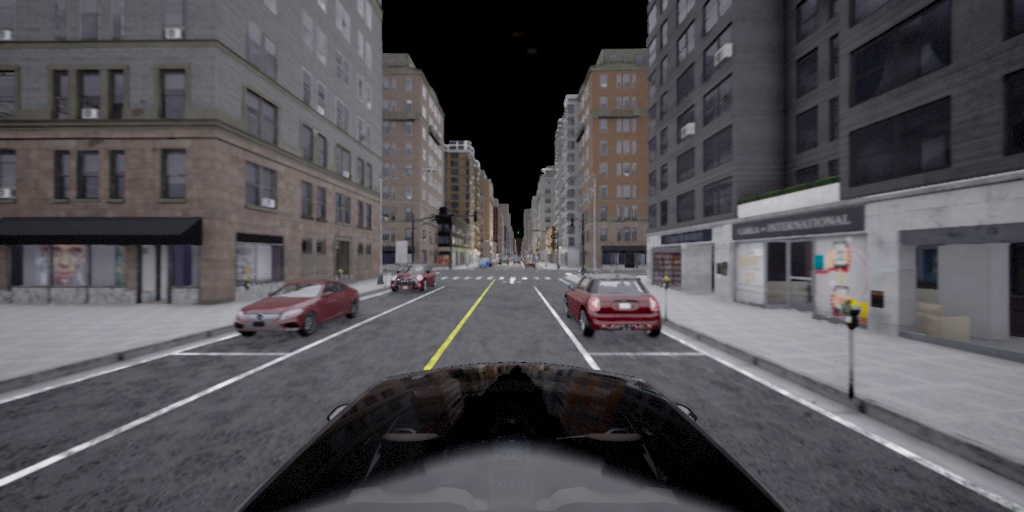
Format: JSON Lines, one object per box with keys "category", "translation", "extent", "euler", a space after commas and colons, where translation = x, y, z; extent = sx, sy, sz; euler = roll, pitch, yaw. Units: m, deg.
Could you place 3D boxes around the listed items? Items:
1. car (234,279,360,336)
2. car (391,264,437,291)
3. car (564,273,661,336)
{"category": "car", "translation": [-5.862, 1.347, 10.399], "extent": [1.802, 1.307, 4.207], "euler": [0, 0, 0]}
{"category": "car", "translation": [-5.867, 1.228, 21.709], "extent": [1.967, 1.591, 4.097], "euler": [0, 0, 0]}
{"category": "car", "translation": [2.663, 1.206, 10.395], "extent": [1.967, 1.591, 4.097], "euler": [0, 0, 0]}
